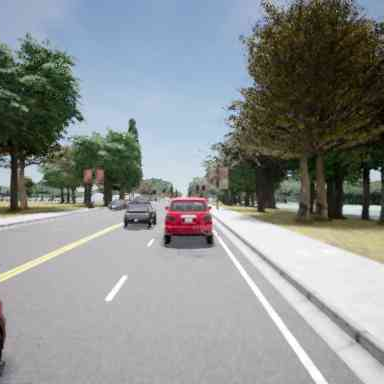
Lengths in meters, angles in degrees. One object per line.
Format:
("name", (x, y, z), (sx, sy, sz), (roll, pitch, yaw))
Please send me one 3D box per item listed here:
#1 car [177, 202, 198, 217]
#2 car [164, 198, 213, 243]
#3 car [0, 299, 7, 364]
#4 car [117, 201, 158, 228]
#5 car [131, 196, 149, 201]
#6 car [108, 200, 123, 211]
("car", (-0.456, 1.778, 35.021), (2.033, 1.411, 5.357), (0, -1, -1))
("car", (-0.176, 1.288, 16.547), (2.150, 2.045, 5.566), (0, 0, -1))
("car", (-3.215, 1.480, 2.153), (1.882, 1.535, 5.008), (0, 0, -1))
("car", (-3.526, 1.606, 23.283), (2.128, 1.511, 4.902), (0, 0, -1))
("car", (-7.305, 1.619, 47.437), (2.150, 2.045, 5.566), (0, -1, -1))
("car", (-10.557, 1.886, 47.391), (2.128, 1.511, 4.902), (0, -1, -1))
